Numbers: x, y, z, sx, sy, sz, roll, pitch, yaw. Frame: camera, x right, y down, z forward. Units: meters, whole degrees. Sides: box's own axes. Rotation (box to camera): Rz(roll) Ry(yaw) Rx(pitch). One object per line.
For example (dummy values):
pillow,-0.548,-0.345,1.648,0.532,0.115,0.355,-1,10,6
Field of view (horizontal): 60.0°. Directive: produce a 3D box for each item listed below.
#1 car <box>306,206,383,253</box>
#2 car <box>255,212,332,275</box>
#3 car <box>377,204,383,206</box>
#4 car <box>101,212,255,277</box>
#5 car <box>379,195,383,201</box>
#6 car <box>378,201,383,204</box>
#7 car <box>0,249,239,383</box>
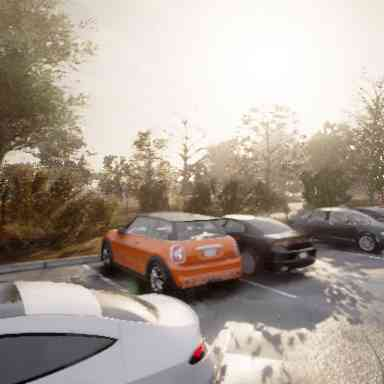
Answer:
car,6.200,1.431,13.683,2.231,1.521,4.892,0,0,-34
car,1.427,1.440,10.437,2.097,1.535,5.008,0,0,-34
car,8.455,1.454,15.166,2.163,1.488,4.792,0,0,-34
car,-0.793,1.319,8.901,2.185,1.767,4.553,0,0,-34
car,13.130,1.163,18.333,2.435,2.045,5.566,0,0,-34
car,10.793,1.449,16.749,2.163,1.488,4.792,0,0,-34
car,-1.959,1.515,2.374,4.674,1.442,1.812,0,0,-34
